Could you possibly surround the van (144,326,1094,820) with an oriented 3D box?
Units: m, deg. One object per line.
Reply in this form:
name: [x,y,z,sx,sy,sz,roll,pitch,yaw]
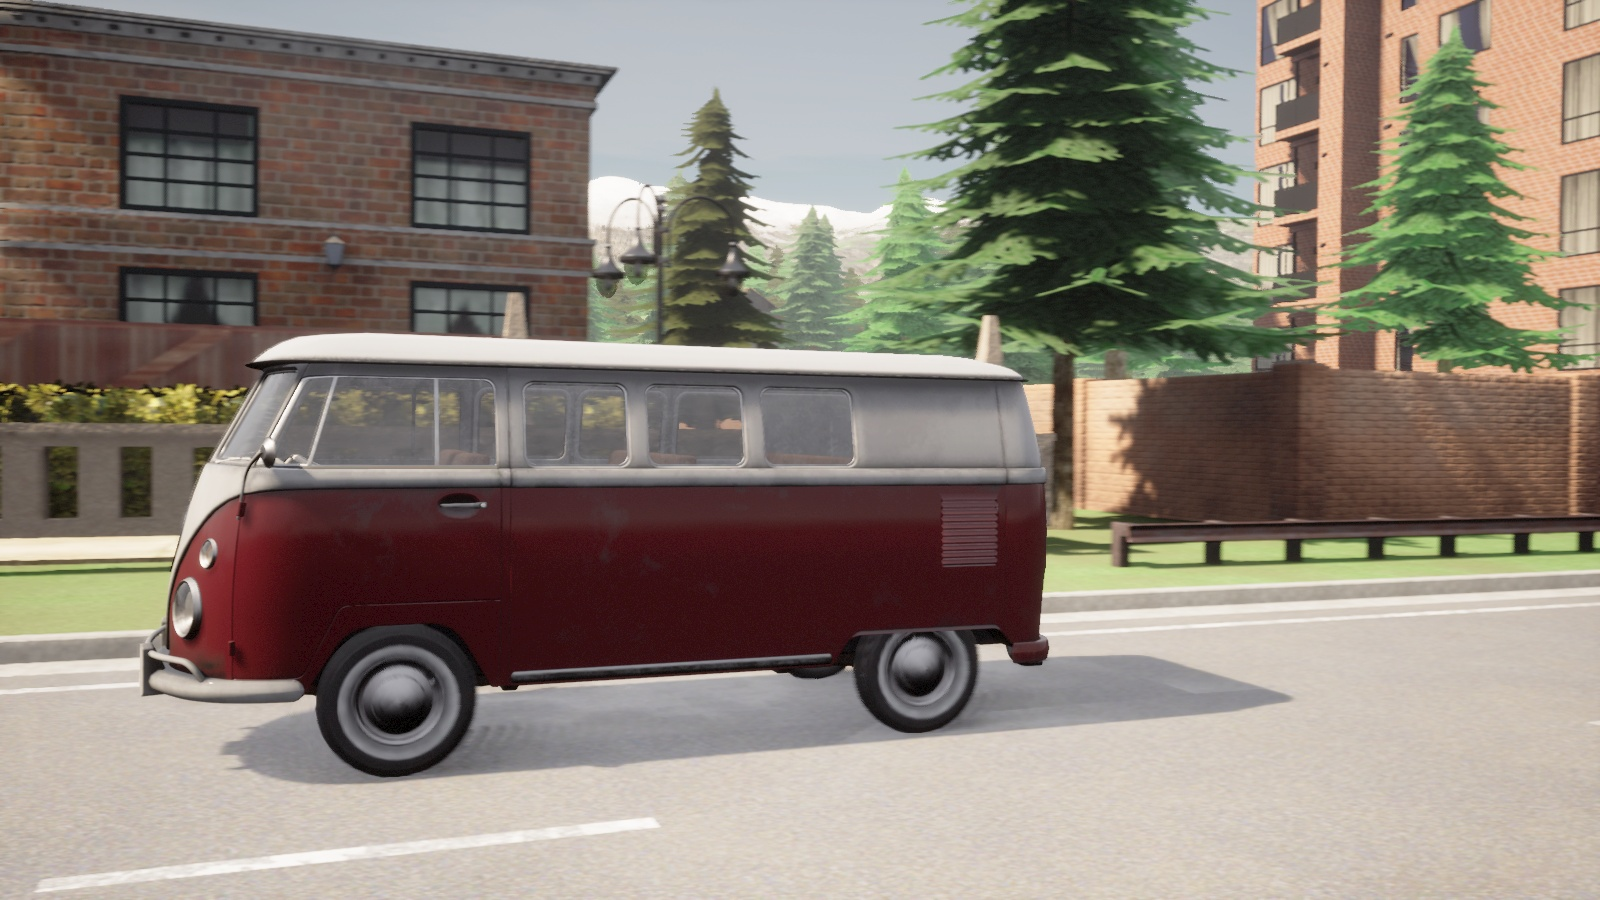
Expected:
van: [-0.851,0.452,6.657,4.442,1.987,1.775,-1,1,-21]
